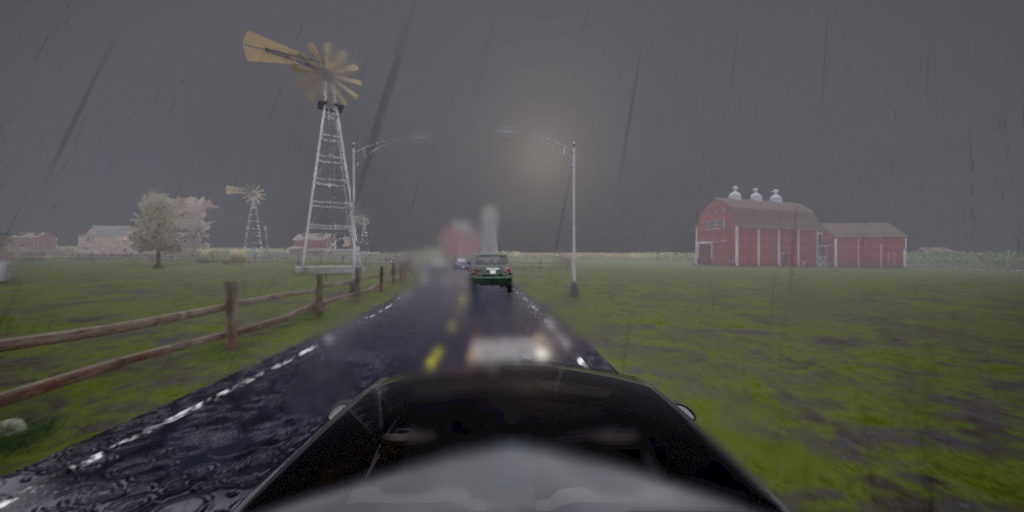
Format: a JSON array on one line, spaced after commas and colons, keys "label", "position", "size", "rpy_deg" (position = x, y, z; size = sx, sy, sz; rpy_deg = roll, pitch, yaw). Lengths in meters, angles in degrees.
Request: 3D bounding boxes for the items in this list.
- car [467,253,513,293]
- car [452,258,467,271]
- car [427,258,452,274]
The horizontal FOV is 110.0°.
[{"label": "car", "position": [-1.277, 0.856, 20.231], "size": [2.150, 2.045, 5.566], "rpy_deg": [0, 0, -7]}, {"label": "car", "position": [-5.911, 0.974, 41.854], "size": [1.812, 1.442, 4.674], "rpy_deg": [0, 1, -16]}, {"label": "car", "position": [-7.520, 1.005, 36.621], "size": [1.837, 1.490, 4.892], "rpy_deg": [0, 1, -15]}]
